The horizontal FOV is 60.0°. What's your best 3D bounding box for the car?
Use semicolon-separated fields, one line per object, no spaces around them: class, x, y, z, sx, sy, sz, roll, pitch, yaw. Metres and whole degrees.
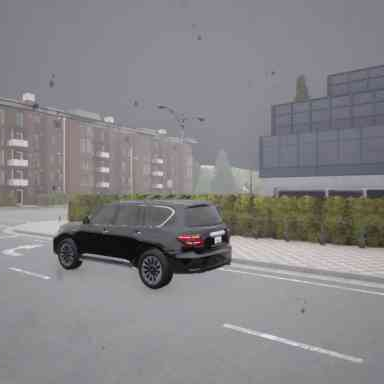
car;-1.573;1.221;9.401;5.566;2.045;2.150;0;0;35
